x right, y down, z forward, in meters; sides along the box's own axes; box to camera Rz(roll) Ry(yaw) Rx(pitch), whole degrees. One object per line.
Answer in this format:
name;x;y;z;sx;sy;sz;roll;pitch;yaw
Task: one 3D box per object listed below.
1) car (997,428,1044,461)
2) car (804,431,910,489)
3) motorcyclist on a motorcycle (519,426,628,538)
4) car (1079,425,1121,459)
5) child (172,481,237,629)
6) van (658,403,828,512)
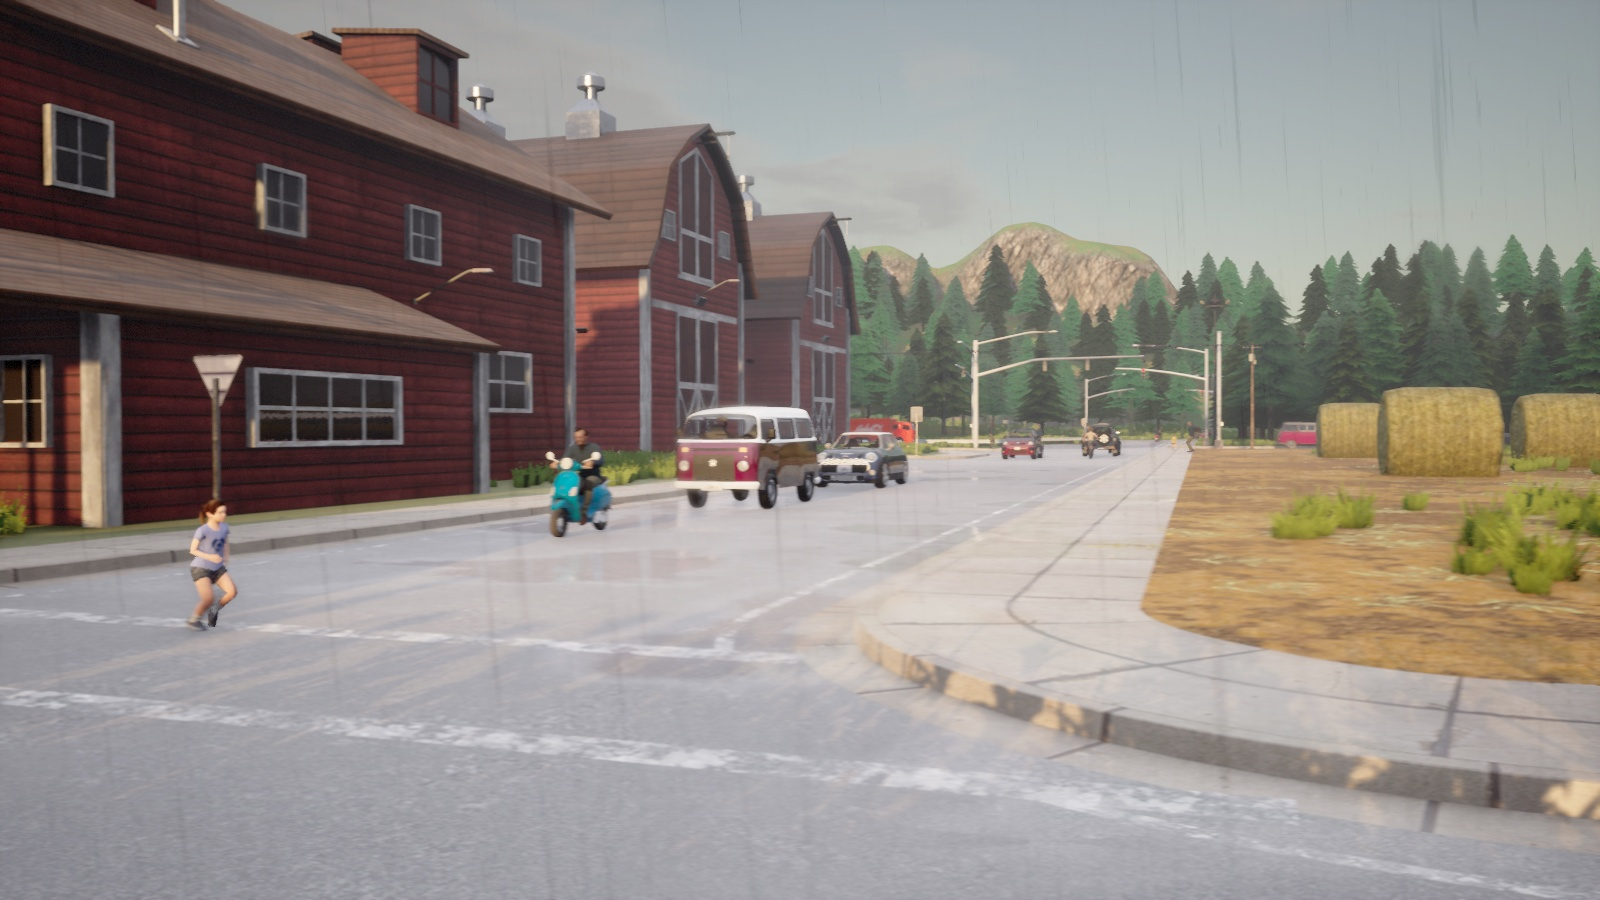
car;11.470;-0.303;65.168;1.851;1.617;3.988;1;1;18
car;1.628;0.220;34.403;1.970;1.475;3.806;1;1;18
motorcyclist on a motorcycle;-3.360;0.440;18.812;0.866;1.590;1.817;1;1;18
car;16.950;-0.454;70.803;1.932;1.855;4.605;1;1;17
child;-4.643;0.808;9.791;0.394;1.110;0.255;1;1;23
van;-1.064;0.103;25.981;2.069;2.038;4.480;1;1;18
